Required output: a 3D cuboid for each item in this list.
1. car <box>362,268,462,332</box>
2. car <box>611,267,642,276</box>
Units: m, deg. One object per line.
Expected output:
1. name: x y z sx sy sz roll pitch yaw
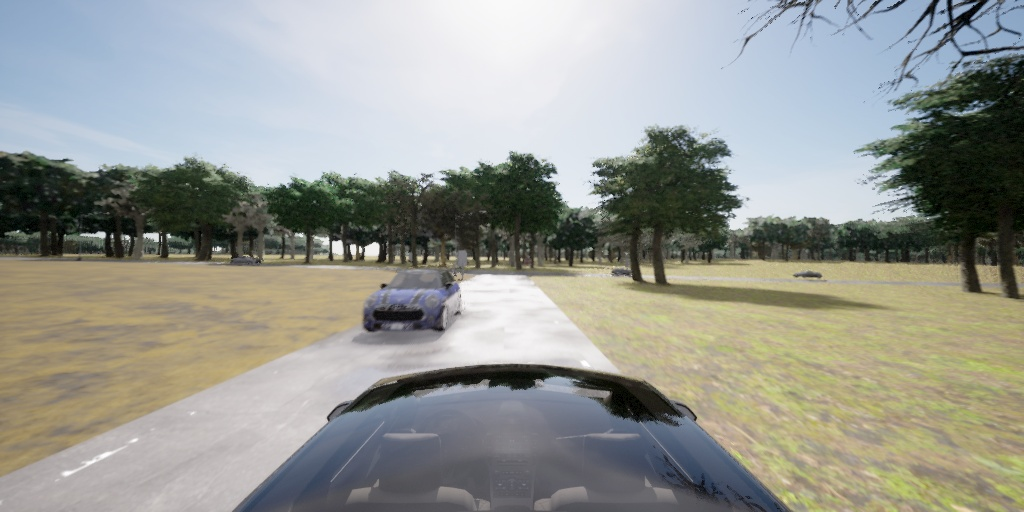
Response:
1. car: -2.842 1.182 11.137 2.097 1.767 4.553 0 -1 0
2. car: 18.908 2.638 59.308 4.902 1.511 2.128 2 0 0
